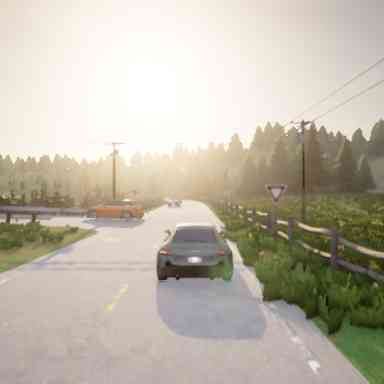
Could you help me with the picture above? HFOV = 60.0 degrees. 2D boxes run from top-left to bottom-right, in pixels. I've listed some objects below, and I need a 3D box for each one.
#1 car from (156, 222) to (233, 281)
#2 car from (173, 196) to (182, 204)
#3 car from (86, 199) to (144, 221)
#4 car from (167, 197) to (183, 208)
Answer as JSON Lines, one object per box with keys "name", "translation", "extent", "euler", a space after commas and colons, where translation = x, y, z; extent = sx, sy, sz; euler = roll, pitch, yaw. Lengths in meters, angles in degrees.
{"name": "car", "translation": [0.088, 1.592, 9.943], "extent": [1.994, 1.385, 4.181], "euler": [0, 0, 1]}
{"name": "car", "translation": [-2.912, 1.669, 68.157], "extent": [1.882, 1.535, 5.008], "euler": [0, 0, -1]}
{"name": "car", "translation": [-6.309, 1.387, 27.137], "extent": [4.553, 1.767, 2.097], "euler": [1, 0, 16]}
{"name": "car", "translation": [-2.855, 1.640, 52.715], "extent": [2.128, 1.511, 4.902], "euler": [0, 0, 1]}
